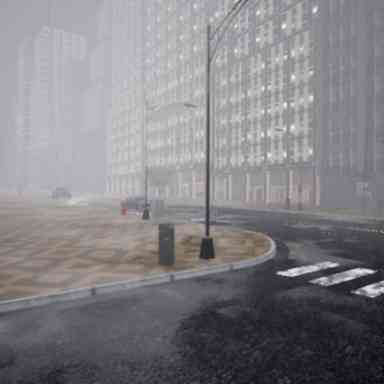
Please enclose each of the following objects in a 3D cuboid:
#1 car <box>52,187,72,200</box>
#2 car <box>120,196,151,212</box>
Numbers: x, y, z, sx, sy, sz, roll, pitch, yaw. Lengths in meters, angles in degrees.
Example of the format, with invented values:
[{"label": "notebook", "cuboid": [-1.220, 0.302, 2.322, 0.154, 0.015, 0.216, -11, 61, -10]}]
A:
[{"label": "car", "cuboid": [-21.738, 0.134, 55.403, 2.150, 2.045, 5.566, 1, 1, -35]}, {"label": "car", "cuboid": [-4.971, 1.041, 31.254, 2.033, 1.411, 5.357, 1, 1, -35]}]
